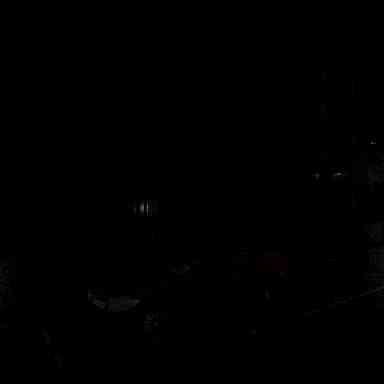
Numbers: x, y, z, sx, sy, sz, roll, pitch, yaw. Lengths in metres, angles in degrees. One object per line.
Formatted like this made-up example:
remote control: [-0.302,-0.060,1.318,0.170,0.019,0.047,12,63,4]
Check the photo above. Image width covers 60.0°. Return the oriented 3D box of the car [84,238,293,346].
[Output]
car: [0.153,1.582,6.287,4.206,1.307,1.802,0,0,-35]
